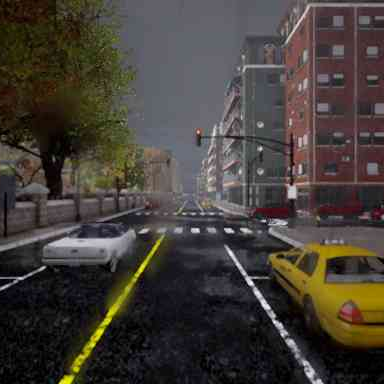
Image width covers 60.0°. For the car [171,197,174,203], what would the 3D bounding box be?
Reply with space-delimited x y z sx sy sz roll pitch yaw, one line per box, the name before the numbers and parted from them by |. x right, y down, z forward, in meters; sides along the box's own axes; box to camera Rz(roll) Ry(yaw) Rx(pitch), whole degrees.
car | -5.883 2.100 77.573 1.802 1.307 4.206 0 0 0

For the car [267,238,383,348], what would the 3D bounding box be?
car | 2.673 1.566 6.525 1.752 1.417 4.829 0 0 0

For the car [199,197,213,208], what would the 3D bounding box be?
car | 2.551 1.887 55.625 1.752 1.417 4.829 0 0 0

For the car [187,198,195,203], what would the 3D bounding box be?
car | -0.208 2.129 85.634 1.994 1.385 4.181 0 0 0

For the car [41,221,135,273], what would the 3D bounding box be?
car | -3.164 1.671 11.088 1.895 1.301 4.718 0 0 -1

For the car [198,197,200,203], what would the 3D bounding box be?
car | 2.538 1.945 60.990 1.887 1.381 4.507 0 0 0

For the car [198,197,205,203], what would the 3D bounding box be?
car | 2.470 2.143 88.665 1.887 1.381 4.507 0 0 0

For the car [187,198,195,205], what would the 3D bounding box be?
car | -0.177 2.029 73.557 2.033 1.411 5.357 0 0 0

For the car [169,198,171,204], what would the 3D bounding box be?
car | -5.856 1.984 66.504 1.887 1.381 4.507 0 0 0

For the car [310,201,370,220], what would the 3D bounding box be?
car | 14.534 1.800 33.376 5.009 1.841 2.192 1 -1 0

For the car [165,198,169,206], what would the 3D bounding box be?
car | -5.843 1.840 60.970 1.967 1.590 4.097 0 0 0

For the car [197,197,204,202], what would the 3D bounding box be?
car | 2.457 2.184 94.200 1.887 1.381 4.507 0 0 0

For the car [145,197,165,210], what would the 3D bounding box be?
car | -5.816 1.638 49.900 2.192 1.841 5.009 0 0 0

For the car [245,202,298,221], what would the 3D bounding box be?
car | 7.175 1.664 30.255 4.553 1.767 2.097 2 0 -7

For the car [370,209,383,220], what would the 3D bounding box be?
car | 20.224 2.133 33.403 4.507 1.381 1.887 1 -1 0
